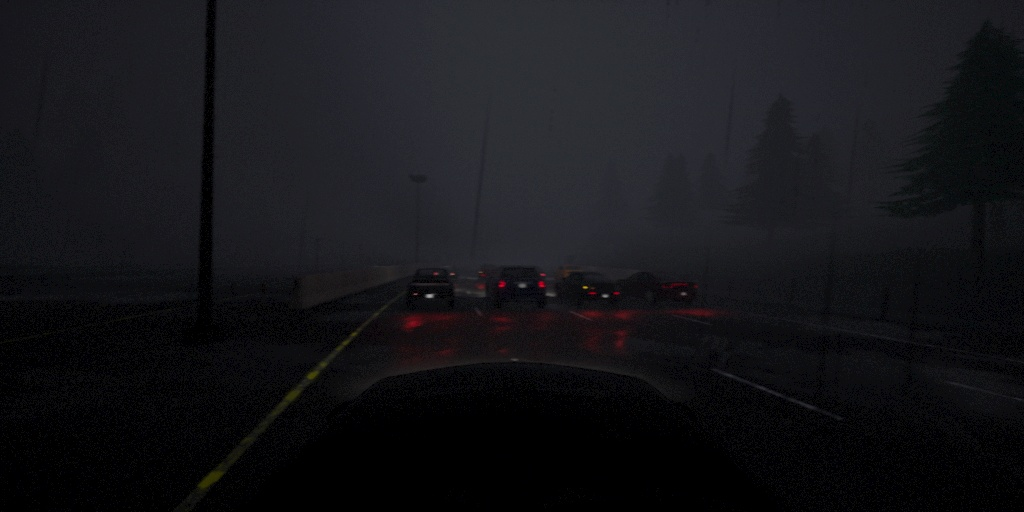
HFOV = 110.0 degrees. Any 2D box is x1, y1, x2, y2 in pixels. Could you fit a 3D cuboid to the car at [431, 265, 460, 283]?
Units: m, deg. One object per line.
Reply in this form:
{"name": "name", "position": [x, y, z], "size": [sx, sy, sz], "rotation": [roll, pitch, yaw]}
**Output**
{"name": "car", "position": [-5.441, 1.430, 29.881], "size": [1.895, 1.301, 4.718], "rotation": [1, 0, -6]}

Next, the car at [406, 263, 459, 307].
{"name": "car", "position": [-3.444, 1.268, 15.601], "size": [2.128, 1.511, 4.902], "rotation": [1, 0, -10]}

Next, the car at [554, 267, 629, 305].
{"name": "car", "position": [3.431, 1.432, 16.926], "size": [1.812, 1.442, 4.674], "rotation": [1, 0, -10]}

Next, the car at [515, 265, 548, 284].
{"name": "car", "position": [1.532, 1.505, 30.478], "size": [2.033, 1.411, 5.357], "rotation": [1, 0, -6]}

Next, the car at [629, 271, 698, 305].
{"name": "car", "position": [6.862, 1.450, 17.640], "size": [1.882, 1.535, 5.008], "rotation": [1, 0, -10]}

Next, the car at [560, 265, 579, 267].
{"name": "car", "position": [4.977, 1.502, 31.325], "size": [1.882, 1.535, 5.008], "rotation": [1, 0, -5]}

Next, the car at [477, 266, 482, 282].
{"name": "car", "position": [-1.980, 1.421, 30.529], "size": [1.812, 1.442, 4.674], "rotation": [1, 0, -5]}

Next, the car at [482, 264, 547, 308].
{"name": "car", "position": [0.035, 1.190, 16.017], "size": [2.097, 1.767, 4.553], "rotation": [1, -1, -10]}
